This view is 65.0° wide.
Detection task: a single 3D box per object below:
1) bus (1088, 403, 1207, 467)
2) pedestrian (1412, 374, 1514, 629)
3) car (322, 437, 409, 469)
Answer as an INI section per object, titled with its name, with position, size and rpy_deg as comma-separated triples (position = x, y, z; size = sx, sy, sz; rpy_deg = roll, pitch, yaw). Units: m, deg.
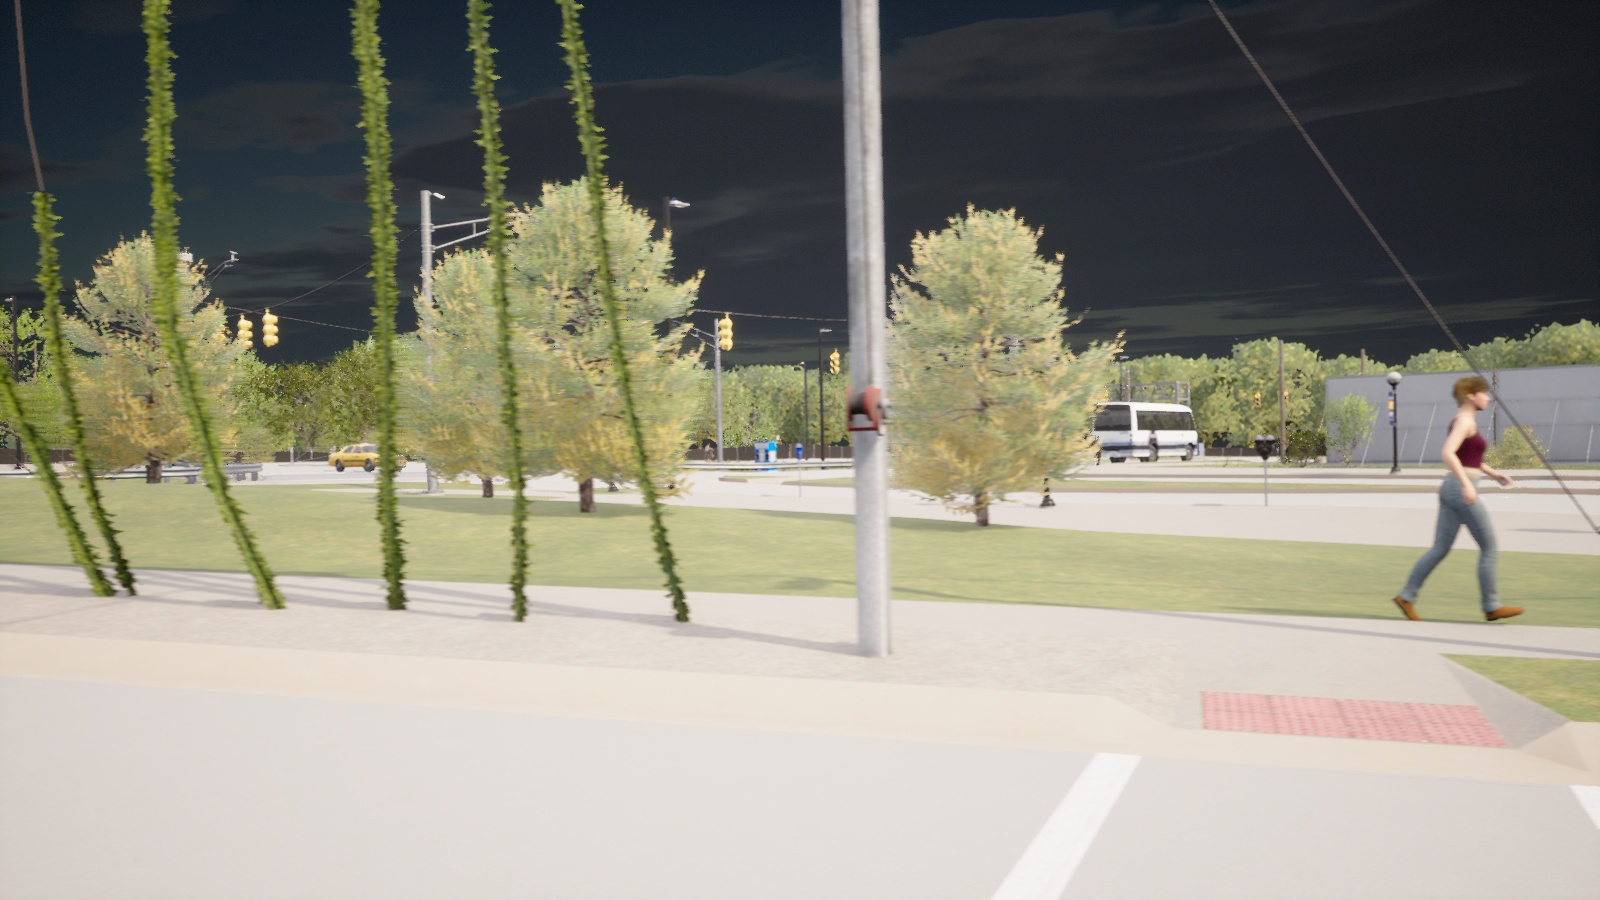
[bus]
position = 24.842, -1.001, 89.274
size = 3.944, 4.253, 10.273
rpy_deg = 0, 0, 42
[pedestrian]
position = 4.896, 0.371, 9.296
size = 0.594, 1.836, 0.345
rpy_deg = -1, 1, 17
[car]
position = -22.395, 0.161, 64.644
size = 5.366, 1.575, 1.801
rpy_deg = 0, 0, 41
